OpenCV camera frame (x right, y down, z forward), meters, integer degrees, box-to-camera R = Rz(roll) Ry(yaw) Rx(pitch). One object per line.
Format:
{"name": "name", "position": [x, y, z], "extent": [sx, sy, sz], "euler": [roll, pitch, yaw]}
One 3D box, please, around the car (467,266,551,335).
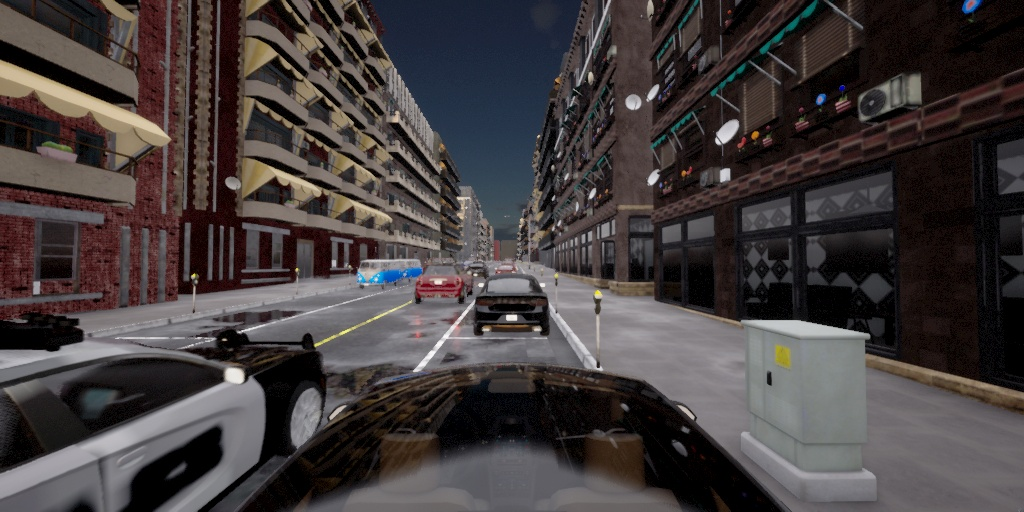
{"name": "car", "position": [-0.006, 1.232, 10.503], "extent": [1.882, 1.535, 5.008], "euler": [0, 0, 0]}

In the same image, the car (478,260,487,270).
{"name": "car", "position": [-3.016, 1.293, 32.060], "extent": [1.837, 1.490, 4.892], "euler": [0, 0, 0]}

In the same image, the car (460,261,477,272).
{"name": "car", "position": [-5.775, 1.349, 48.118], "extent": [1.812, 1.442, 4.674], "euler": [0, 0, 0]}

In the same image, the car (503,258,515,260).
{"name": "car", "position": [-0.445, 1.240, 39.134], "extent": [1.967, 1.591, 4.097], "euler": [0, 0, 0]}

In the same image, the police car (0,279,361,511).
{"name": "police car", "position": [-3.020, 1.175, 2.162], "extent": [1.930, 1.638, 5.238], "euler": [0, 0, 0]}

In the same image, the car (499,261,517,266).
{"name": "car", "position": [-0.452, 1.322, 28.072], "extent": [1.888, 1.381, 4.507], "euler": [0, 0, 0]}

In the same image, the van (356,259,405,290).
{"name": "van", "position": [-8.335, 1.108, 22.603], "extent": [1.690, 1.789, 3.998], "euler": [0, 0, 0]}

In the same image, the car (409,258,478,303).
{"name": "car", "position": [-3.019, 1.111, 16.836], "extent": [2.097, 1.767, 4.553], "euler": [0, 0, 0]}

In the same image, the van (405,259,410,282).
{"name": "van", "position": [-8.335, 1.118, 28.134], "extent": [1.690, 1.789, 3.998], "euler": [0, 0, 0]}
